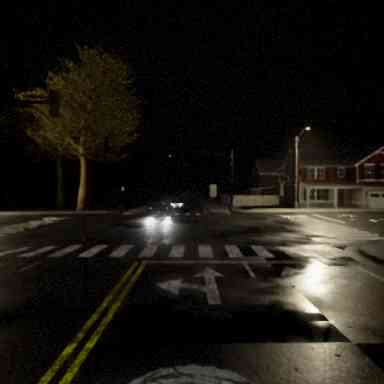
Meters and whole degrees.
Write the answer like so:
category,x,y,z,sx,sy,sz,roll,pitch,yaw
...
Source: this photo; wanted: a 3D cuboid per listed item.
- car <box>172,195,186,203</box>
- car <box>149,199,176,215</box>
category,x,y,z,sx,sy,sz,roll,pitch,yaw
car,-2.741,1.368,63.602,2.128,1.511,4.902,0,1,0
car,-2.888,1.532,31.476,1.895,1.301,4.718,0,-1,1
